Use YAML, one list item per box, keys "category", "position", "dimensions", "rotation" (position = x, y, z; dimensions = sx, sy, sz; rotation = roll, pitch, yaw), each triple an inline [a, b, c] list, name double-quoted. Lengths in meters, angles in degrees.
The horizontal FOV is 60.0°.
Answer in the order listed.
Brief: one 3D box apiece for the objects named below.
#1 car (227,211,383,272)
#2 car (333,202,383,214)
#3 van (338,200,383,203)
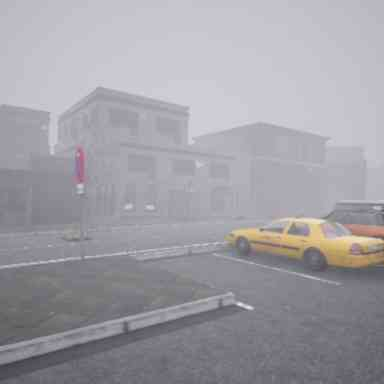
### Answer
- category: "car"
  position: [3.423, 1.507, 11.059]
  dimensions: [1.946, 1.575, 5.366]
  rotation: [1, 0, -36]
- category: "car"
  position: [5.923, 1.408, 12.580]
  dimensions: [2.185, 1.767, 4.553]
  rotation: [1, 0, -36]
- category: "van"
  position: [8.445, 1.345, 14.276]
  dimensions: [1.878, 1.987, 4.442]
  rotation: [1, -1, -36]
